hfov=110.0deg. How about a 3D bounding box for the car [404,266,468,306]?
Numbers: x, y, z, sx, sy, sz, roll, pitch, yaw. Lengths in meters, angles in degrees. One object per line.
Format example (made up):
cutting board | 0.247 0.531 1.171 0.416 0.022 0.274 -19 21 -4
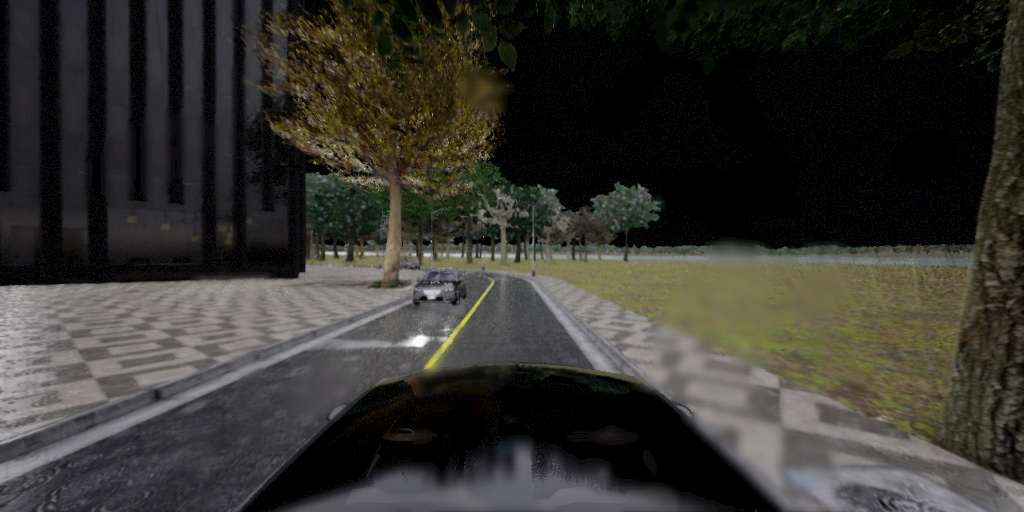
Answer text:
car | -3.129 1.341 16.362 2.128 1.511 4.902 0 0 0

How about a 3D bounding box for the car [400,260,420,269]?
car | -16.347 1.469 56.753 4.892 1.490 1.837 1 1 42
